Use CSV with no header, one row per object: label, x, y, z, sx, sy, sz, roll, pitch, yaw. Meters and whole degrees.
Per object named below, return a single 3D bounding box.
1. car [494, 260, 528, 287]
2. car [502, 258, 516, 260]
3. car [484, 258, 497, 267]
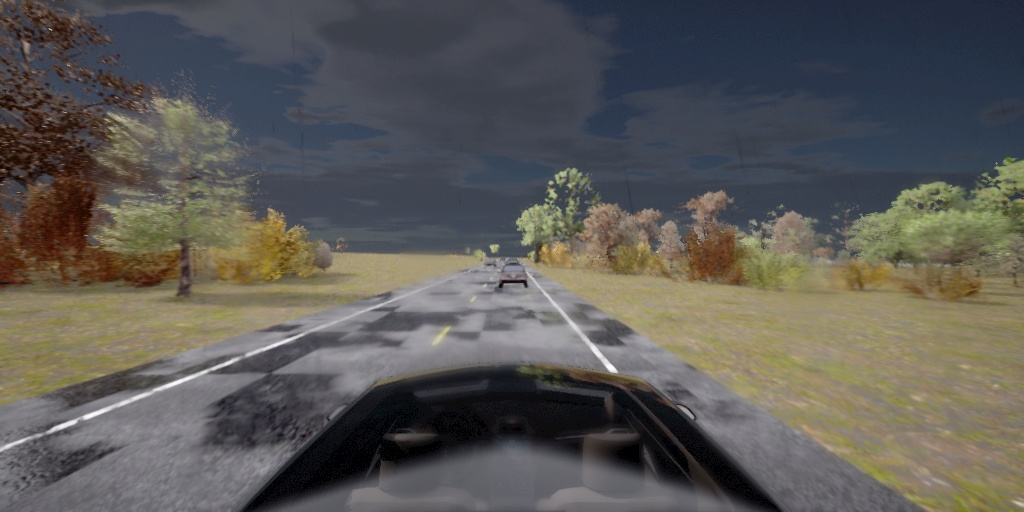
car,0.098,1.230,23.852,2.033,1.411,5.357,0,0,0
car,0.097,1.133,42.815,1.837,1.490,4.892,0,0,0
car,-3.536,1.086,59.075,1.837,1.490,4.892,0,0,1
